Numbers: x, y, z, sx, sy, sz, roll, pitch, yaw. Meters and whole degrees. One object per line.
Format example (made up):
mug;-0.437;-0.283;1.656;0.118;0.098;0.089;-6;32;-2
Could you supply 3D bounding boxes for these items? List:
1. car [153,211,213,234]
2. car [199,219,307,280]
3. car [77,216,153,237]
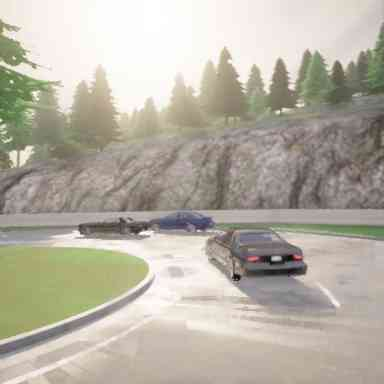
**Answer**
car;-0.825;2.172;24.595;5.008;1.535;1.882;-2;-2;29
car;1.779;1.820;10.958;2.033;1.411;5.357;-1;-2;-9
car;-5.396;2.338;22.801;4.718;1.301;1.895;-2;-2;14
